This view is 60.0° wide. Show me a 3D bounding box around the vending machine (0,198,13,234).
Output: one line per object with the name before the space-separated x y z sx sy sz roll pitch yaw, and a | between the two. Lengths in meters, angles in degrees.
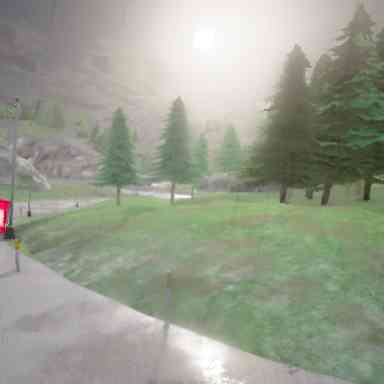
vending machine | -12.012 1.476 20.896 1.100 2.100 0.880 8 1 -28
